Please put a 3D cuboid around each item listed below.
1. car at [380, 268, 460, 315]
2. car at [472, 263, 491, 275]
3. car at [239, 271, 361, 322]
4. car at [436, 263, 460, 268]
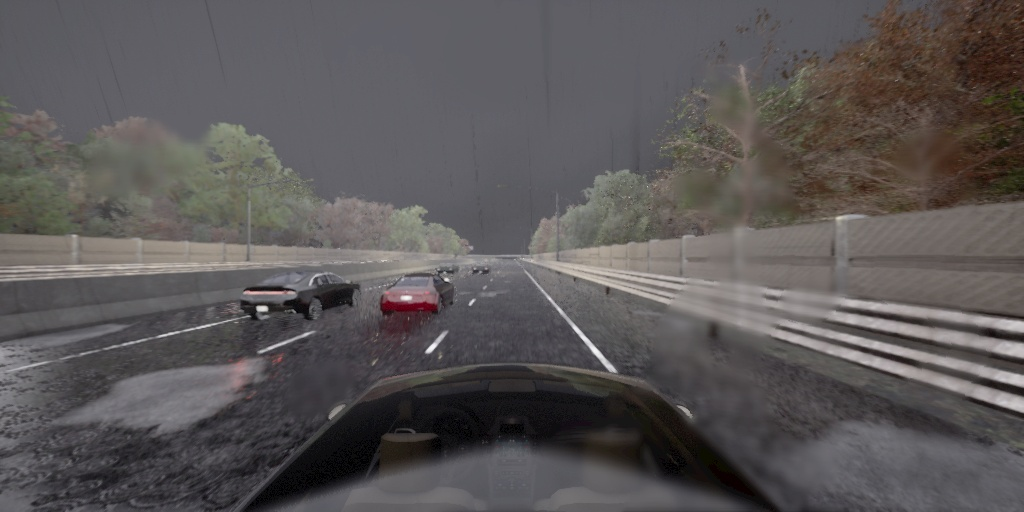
[{"bbox_3d":[-3.383,1.319,13.514,1.994,1.385,4.181,0,0,0],"label":"car"},{"bbox_3d":[-3.347,1.387,40.565,1.895,1.301,4.718,0,0,0],"label":"car"},{"bbox_3d":[-6.886,1.246,12.321,2.128,1.511,4.902,0,0,0],"label":"car"},{"bbox_3d":[-6.850,1.383,38.763,1.895,1.301,4.718,0,0,0],"label":"car"}]
